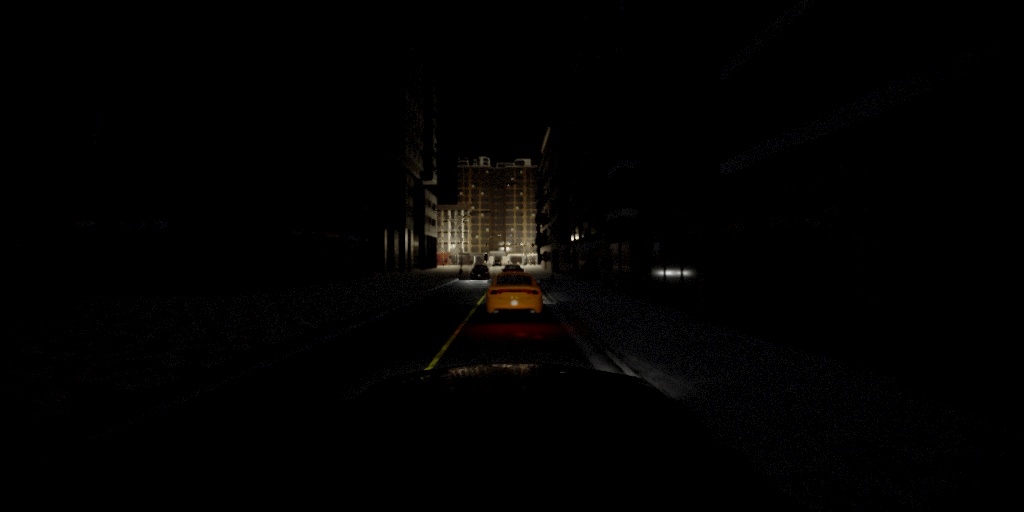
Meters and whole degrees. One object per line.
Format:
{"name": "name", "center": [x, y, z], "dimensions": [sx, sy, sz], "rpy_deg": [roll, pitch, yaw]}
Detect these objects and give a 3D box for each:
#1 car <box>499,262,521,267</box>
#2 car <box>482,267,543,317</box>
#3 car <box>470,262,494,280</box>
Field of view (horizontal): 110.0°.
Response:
{"name": "car", "center": [0.057, 1.508, 31.577], "dimensions": [1.882, 1.535, 5.008], "rpy_deg": [0, 0, 0]}
{"name": "car", "center": [0.082, 1.343, 13.706], "dimensions": [1.882, 1.535, 5.008], "rpy_deg": [0, 0, 0]}
{"name": "car", "center": [-3.143, 1.595, 36.342], "dimensions": [1.812, 1.442, 4.674], "rpy_deg": [0, 0, 0]}
